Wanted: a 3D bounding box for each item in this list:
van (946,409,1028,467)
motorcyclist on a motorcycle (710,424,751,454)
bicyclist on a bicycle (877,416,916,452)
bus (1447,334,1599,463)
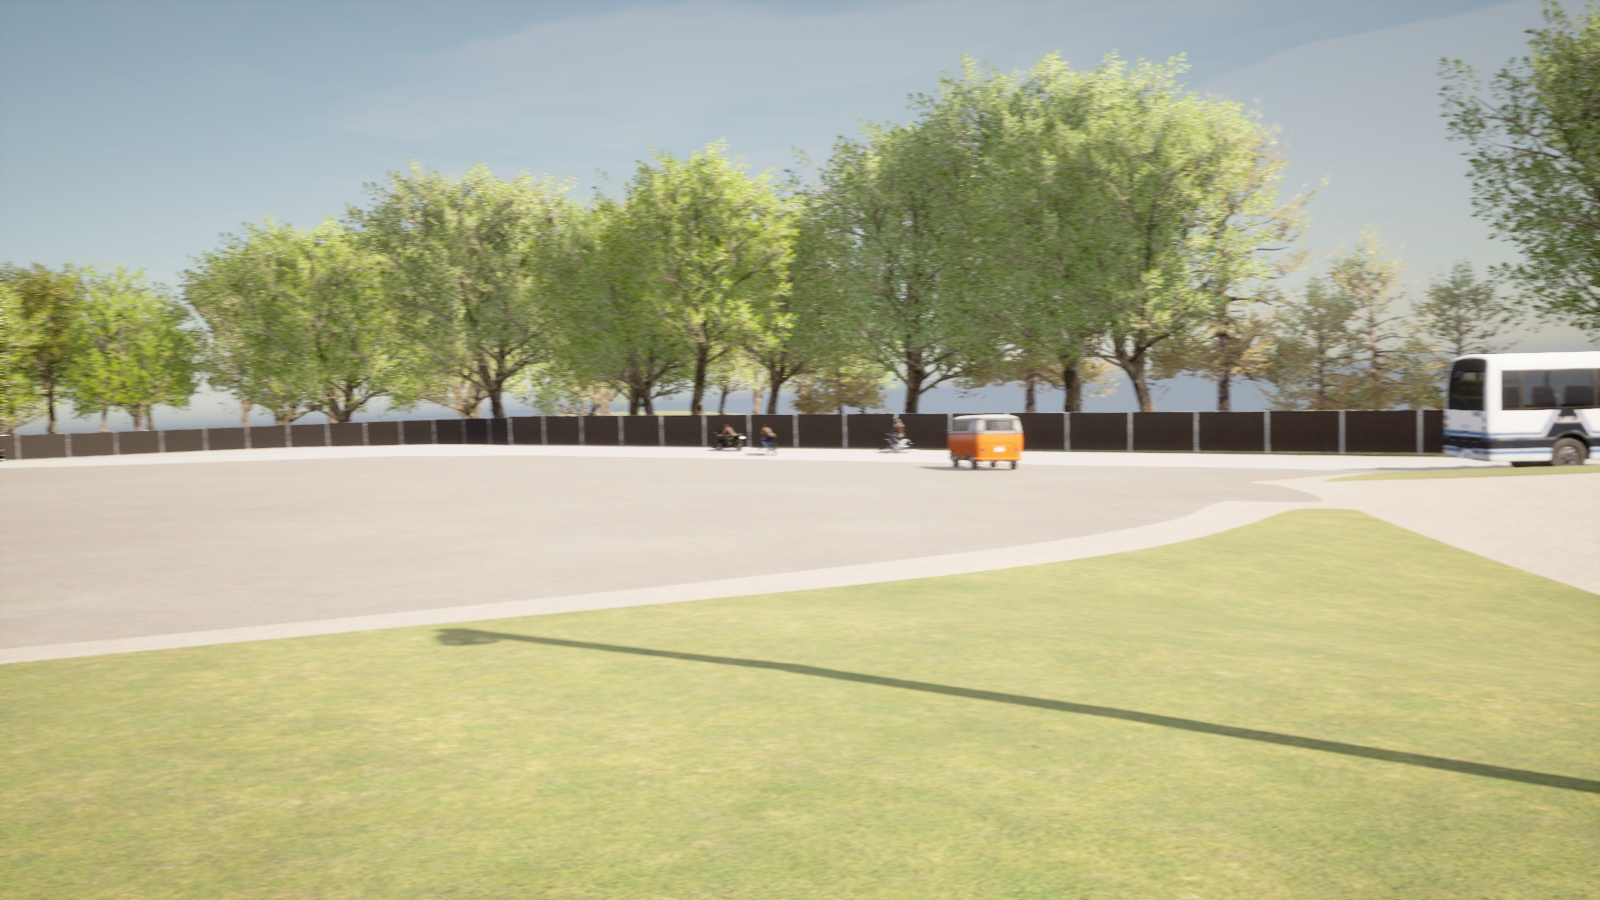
[{"bbox_3d":[6.786,-0.446,46.103,1.775,1.987,4.442,-1,1,-8],"label":"van"},{"bbox_3d":[-3.819,-0.598,68.784,2.044,1.523,0.797,0,5,32],"label":"motorcyclist on a motorcycle"},{"bbox_3d":[4.903,-0.798,63.658,1.843,1.776,0.659,0,4,36],"label":"bicyclist on a bicycle"},{"bbox_3d":[29.110,-1.989,44.479,10.273,4.253,3.944,-2,3,2],"label":"bus"}]
